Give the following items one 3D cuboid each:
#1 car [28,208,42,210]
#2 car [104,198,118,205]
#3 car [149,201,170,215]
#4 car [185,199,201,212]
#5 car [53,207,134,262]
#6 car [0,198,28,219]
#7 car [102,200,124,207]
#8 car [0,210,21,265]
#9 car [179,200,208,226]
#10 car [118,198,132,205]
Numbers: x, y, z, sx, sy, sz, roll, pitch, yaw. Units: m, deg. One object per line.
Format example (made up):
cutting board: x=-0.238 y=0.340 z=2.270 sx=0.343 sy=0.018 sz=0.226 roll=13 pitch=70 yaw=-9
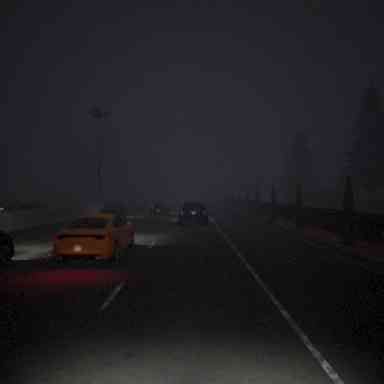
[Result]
car: x=-14.106 y=1.658 z=27.941 sx=1.837 sy=1.490 sz=4.892 roll=0 pitch=0 yaw=0
car: x=-17.527 y=1.948 z=71.754 sx=1.994 sy=1.385 sz=4.181 roll=0 pitch=0 yaw=0
car: x=-3.422 y=1.725 z=36.160 sx=1.812 sy=1.442 sz=4.674 roll=0 pitch=0 yaw=0
car: x=0.089 y=1.713 z=42.656 sx=1.882 sy=1.535 sz=5.008 roll=0 pitch=0 yaw=0
car: x=-3.403 y=1.547 z=12.379 sx=1.882 sy=1.535 sz=5.008 roll=0 pitch=0 yaw=0
car: x=-17.604 y=1.524 z=31.310 sx=2.097 sy=1.767 sz=4.553 roll=0 pitch=0 yaw=0
car: x=-6.907 y=1.687 z=29.095 sx=1.812 sy=1.442 sz=4.674 roll=0 pitch=0 yaw=0
car: x=-6.904 y=1.403 z=9.094 sx=2.097 sy=1.767 sz=4.553 roll=0 pitch=0 yaw=0
car: x=0.096 y=1.492 z=25.019 sx=2.097 sy=1.767 sz=4.553 roll=0 pitch=0 yaw=0
car: x=-14.020 y=1.938 z=69.843 sx=1.994 sy=1.385 sz=4.181 roll=0 pitch=0 yaw=0
